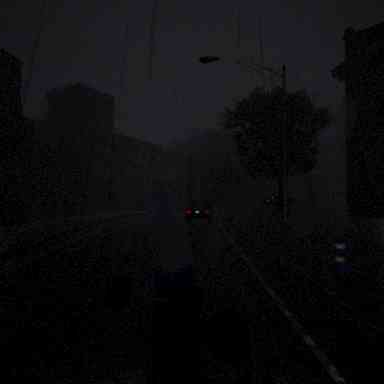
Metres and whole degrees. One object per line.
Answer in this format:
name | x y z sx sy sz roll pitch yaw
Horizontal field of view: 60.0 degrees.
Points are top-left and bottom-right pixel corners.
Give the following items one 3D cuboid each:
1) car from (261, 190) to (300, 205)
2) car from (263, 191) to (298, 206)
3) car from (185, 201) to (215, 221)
car | 11.880 0.765 44.777 4.553 1.767 2.097 -2 -1 -20
car | 10.505 0.967 39.965 4.181 1.385 1.994 -2 -1 -34
car | 0.652 1.355 24.877 2.033 1.411 5.357 0 1 6
